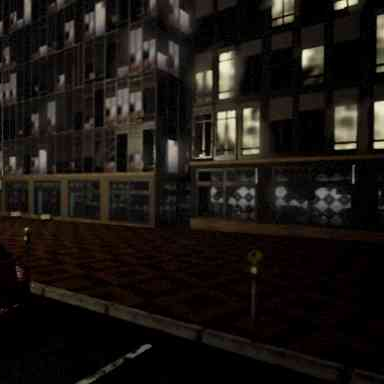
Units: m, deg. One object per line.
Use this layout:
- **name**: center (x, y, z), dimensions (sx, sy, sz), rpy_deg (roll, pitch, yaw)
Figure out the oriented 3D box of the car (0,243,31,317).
- **car**: center (-4.857, 1.445, 6.129), dimensions (4.097, 1.590, 1.967), rpy_deg (0, 1, 34)
